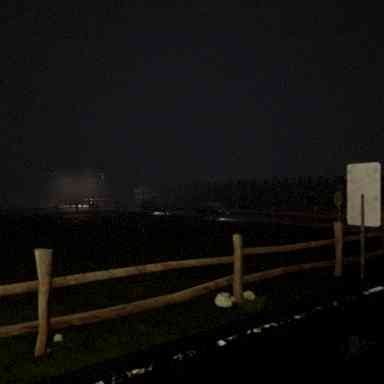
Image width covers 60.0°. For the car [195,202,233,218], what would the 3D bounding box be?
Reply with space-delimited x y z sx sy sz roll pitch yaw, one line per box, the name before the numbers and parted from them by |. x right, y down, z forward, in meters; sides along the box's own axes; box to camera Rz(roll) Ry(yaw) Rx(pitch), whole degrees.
car | 2.066 1.735 33.434 1.812 1.442 4.674 0 0 -35

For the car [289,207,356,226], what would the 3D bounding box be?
car | 9.287 1.709 23.288 1.895 1.301 4.718 0 0 -35

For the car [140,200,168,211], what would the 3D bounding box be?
car | -5.048 1.817 43.452 1.837 1.490 4.892 0 0 -35
